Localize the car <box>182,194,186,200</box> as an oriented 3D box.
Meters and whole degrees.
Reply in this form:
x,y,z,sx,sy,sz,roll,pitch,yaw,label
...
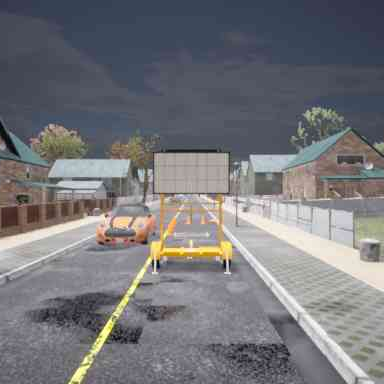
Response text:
x,y,z,sx,sy,sz,roll,pitch,yaw,label
-2.937,1.227,90.508,2.150,2.045,5.566,0,0,0,car

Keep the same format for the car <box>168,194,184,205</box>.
x,y,z,sx,sy,sz,roll,pitch,yaw,label
-2.952,1.563,56.987,1.994,1.385,4.181,0,0,0,car

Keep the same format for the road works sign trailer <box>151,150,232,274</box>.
x,y,z,sx,sy,sz,roll,pitch,yaw,label
-0.021,0.467,10.528,2.380,3.560,2.880,0,0,0,road works sign trailer

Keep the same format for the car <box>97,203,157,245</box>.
x,y,z,sx,sy,sz,roll,pitch,yaw,label
-2.881,1.356,15.491,2.097,1.767,4.553,0,0,0,car
